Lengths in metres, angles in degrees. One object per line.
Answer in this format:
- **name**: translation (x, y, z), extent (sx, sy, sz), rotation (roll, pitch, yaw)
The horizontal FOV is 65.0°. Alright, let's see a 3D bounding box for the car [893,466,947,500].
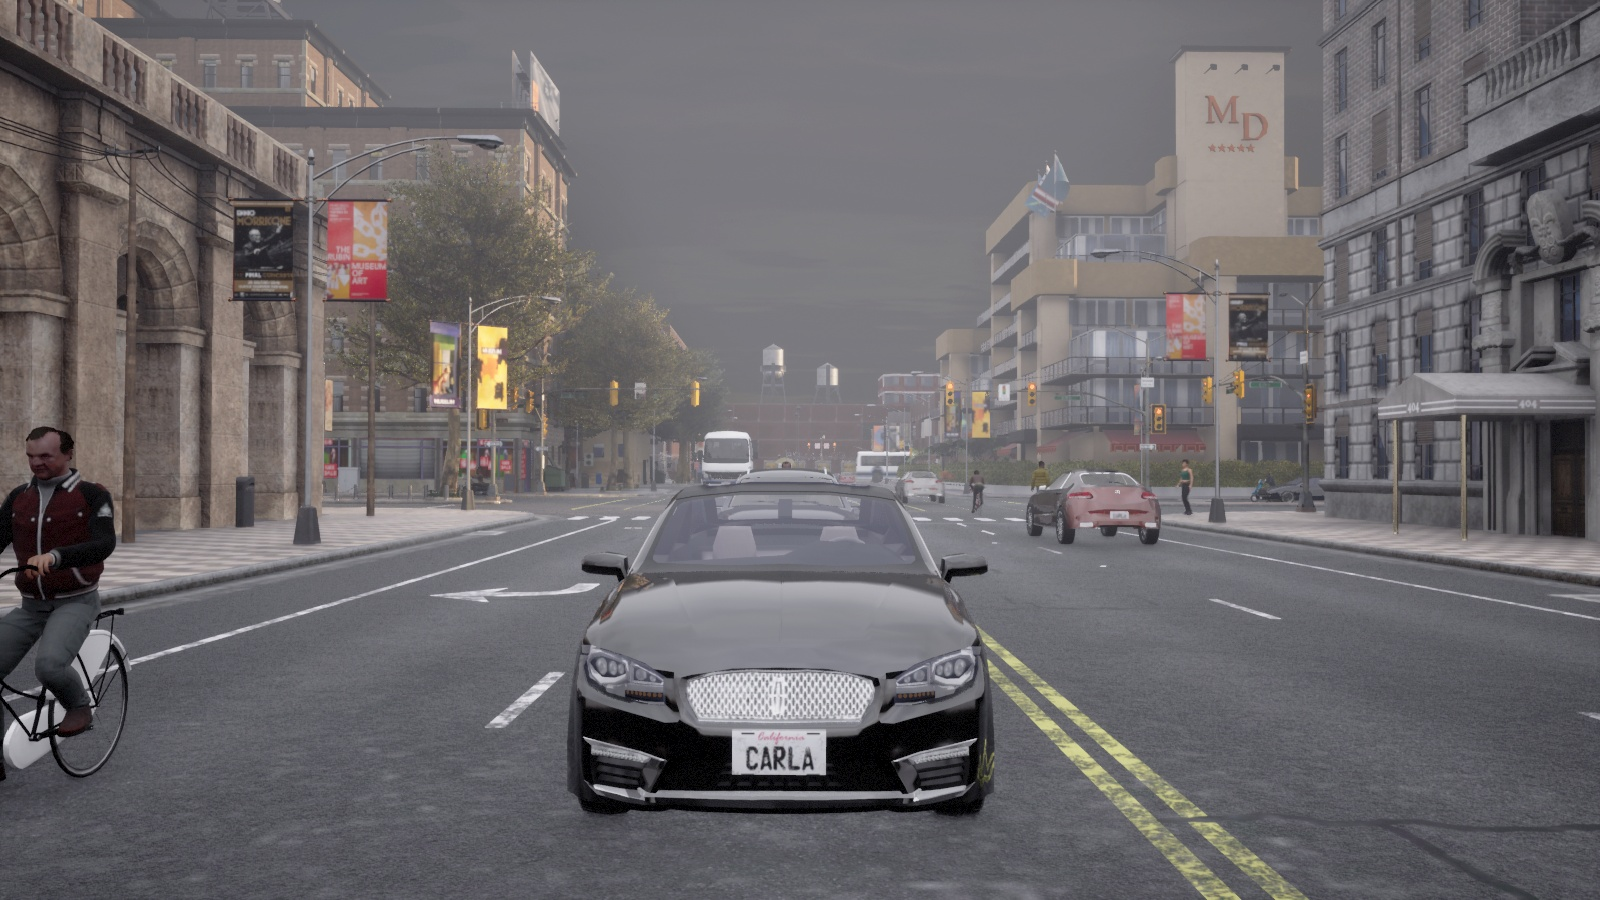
- **car**: translation (6.017, 1.631, 63.401), extent (2.152, 1.651, 5.027), rotation (0, -1, -1)

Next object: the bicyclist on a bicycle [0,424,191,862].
- **bicyclist on a bicycle**: translation (-3.575, 0.796, 5.776), extent (0.659, 1.776, 1.843), rotation (0, -1, 0)

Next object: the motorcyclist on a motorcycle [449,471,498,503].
- **motorcyclist on a motorcycle**: translation (-17.143, 1.938, 65.938), extent (2.350, 1.649, 0.766), rotation (0, -1, 0)

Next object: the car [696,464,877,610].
- **car**: translation (-0.165, 1.024, 16.622), extent (2.033, 1.649, 4.856), rotation (0, -1, 0)

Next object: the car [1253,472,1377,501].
- **car**: translation (25.783, 1.814, 63.007), extent (5.357, 1.411, 2.033), rotation (0, -1, -1)

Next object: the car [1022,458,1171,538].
- **car**: translation (6.669, 1.050, 28.852), extent (2.152, 1.651, 5.027), rotation (0, -1, -1)

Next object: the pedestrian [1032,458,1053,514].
- **pedestrian**: translation (8.035, 1.191, 41.583), extent (0.431, 1.840, 0.709), rotation (-1, -1, 35)

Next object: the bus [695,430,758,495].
- **bus**: translation (-4.931, 0.914, 86.961), extent (3.944, 4.253, 10.273), rotation (0, -1, -1)

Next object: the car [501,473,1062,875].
- **car**: translation (-0.075, 0.892, 7.228), extent (2.128, 1.511, 4.902), rotation (0, -1, 0)

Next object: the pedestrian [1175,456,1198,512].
- **pedestrian**: translation (12.745, 1.114, 41.423), extent (0.594, 1.836, 0.345), rotation (0, -1, -15)
